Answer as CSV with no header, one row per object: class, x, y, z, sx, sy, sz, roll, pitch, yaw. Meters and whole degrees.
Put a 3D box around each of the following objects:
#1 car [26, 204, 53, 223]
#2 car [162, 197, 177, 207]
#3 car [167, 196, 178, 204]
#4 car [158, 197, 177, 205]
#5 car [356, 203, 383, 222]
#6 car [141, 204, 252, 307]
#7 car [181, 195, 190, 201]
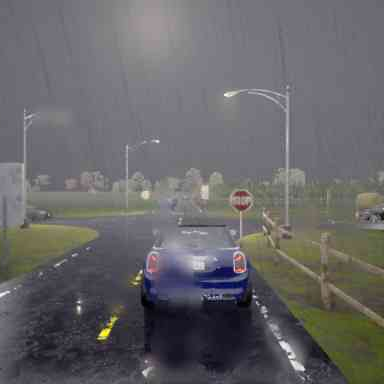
car,-12.802,1.552,25.094,4.181,1.385,1.994,0,0,-2
car,-3.520,1.516,53.100,2.033,1.411,5.357,0,0,-1
car,-3.806,1.556,64.829,1.895,1.301,4.718,0,0,-1
car,-3.289,1.457,42.578,1.882,1.535,5.008,0,0,-1
car,14.661,1.488,24.294,4.902,1.511,2.128,0,0,9
car,0.073,1.351,8.128,2.097,1.767,4.553,0,0,0
car,-1.619,1.454,82.412,2.128,1.511,4.902,0,0,-2
